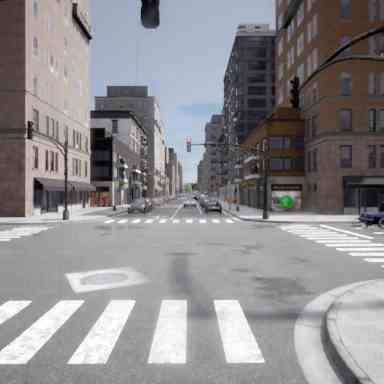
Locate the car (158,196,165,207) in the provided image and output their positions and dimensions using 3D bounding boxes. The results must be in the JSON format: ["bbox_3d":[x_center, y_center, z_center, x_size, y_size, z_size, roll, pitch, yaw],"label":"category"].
[{"bbox_3d":[-5.789,1.650,52.707,1.802,1.307,4.206,0,0,0],"label":"car"}]

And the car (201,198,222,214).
[{"bbox_3d":[2.254,1.604,36.183,1.947,1.339,4.313,0,0,0],"label":"car"}]

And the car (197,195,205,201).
[{"bbox_3d":[2.200,1.595,85.781,1.967,1.590,4.097,0,0,0],"label":"car"}]

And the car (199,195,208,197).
[{"bbox_3d":[2.235,1.634,52.717,1.947,1.339,4.313,0,0,0],"label":"car"}]

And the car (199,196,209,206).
[{"bbox_3d":[2.242,1.639,47.206,1.802,1.307,4.206,0,0,0],"label":"car"}]

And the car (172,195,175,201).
[{"bbox_3d":[-5.819,1.690,80.261,2.008,1.369,4.403,0,0,0],"label":"car"}]

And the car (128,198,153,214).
[{"bbox_3d":[-5.771,1.478,36.176,1.967,1.590,4.097,0,0,0],"label":"car"}]

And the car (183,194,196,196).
[{"bbox_3d":[-0.380,1.657,70.736,2.033,1.411,5.357,0,0,0],"label":"car"}]

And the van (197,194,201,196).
[{"bbox_3d":[2.230,1.421,58.227,1.690,1.788,3.998,0,0,0],"label":"van"}]

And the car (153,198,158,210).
[{"bbox_3d":[-5.777,1.487,41.686,1.967,1.590,4.097,0,0,0],"label":"car"}]

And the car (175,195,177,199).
[{"bbox_3d":[-5.831,1.716,91.283,1.887,1.381,4.507,0,0,0],"label":"car"}]

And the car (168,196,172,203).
[{"bbox_3d":[-5.807,1.548,69.240,1.967,1.590,4.097,0,0,0],"label":"car"}]

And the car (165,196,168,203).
[{"bbox_3d":[-5.795,1.631,58.218,2.008,1.369,4.403,0,0,0],"label":"car"}]

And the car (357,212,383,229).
[{"bbox_3d":[12.991,1.552,20.726,4.718,1.301,1.895,0,0,0],"label":"car"}]

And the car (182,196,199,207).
[{"bbox_3d":[-0.302,1.666,51.564,1.895,1.301,4.718,0,0,0],"label":"car"}]
